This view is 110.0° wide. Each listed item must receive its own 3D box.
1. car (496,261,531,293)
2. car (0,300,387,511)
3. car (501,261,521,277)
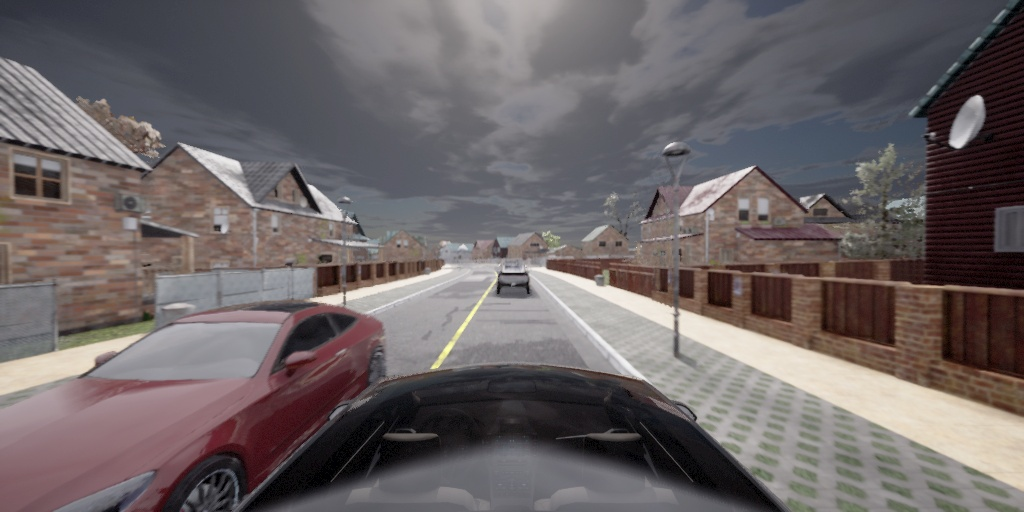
[{"bbox_3d":[0.084,1.245,20.747,2.128,1.511,4.902,0,0,0],"label":"car"},{"bbox_3d":[-2.820,1.274,3.830,1.812,1.442,4.674,0,0,0],"label":"car"},{"bbox_3d":[-0.200,1.280,37.067,1.837,1.490,4.892,0,0,-3],"label":"car"}]
